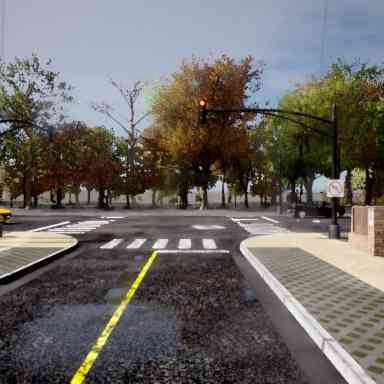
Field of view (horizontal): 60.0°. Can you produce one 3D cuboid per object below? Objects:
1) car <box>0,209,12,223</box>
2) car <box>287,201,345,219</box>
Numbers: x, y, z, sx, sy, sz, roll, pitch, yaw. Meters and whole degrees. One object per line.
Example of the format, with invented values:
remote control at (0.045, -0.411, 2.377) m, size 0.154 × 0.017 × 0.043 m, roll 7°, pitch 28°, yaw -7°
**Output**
car at (-15.084, 1.423, 22.880) m, size 5.008 × 1.535 × 1.882 m, roll 0°, pitch 0°, yaw 0°
car at (10.985, 1.556, 29.559) m, size 4.892 × 1.490 × 1.837 m, roll 0°, pitch 0°, yaw 0°
